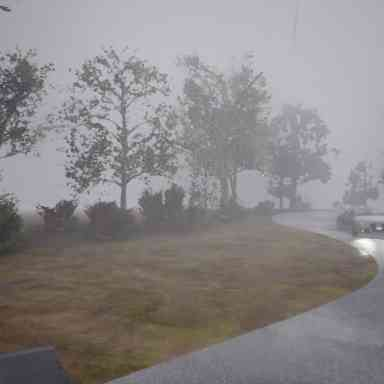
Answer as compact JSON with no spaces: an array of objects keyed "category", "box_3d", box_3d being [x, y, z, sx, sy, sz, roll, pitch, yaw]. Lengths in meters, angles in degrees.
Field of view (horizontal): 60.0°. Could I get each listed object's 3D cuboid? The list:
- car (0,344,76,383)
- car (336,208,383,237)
[{"category":"car","box_3d":[-2.681,1.602,1.055,4.718,1.301,1.895,0,0,-35]},{"category":"car","box_3d":[9.190,1.547,17.804,1.994,1.385,4.181,0,0,8]}]
